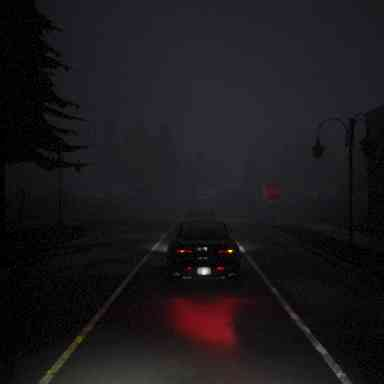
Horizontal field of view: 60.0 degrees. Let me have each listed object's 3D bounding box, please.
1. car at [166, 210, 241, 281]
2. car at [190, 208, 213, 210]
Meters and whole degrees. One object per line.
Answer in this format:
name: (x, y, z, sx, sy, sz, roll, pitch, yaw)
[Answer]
car: (0.315, 1.523, 9.869, 1.837, 1.490, 4.892, 0, 0, 1)
car: (0.583, 1.642, 20.964, 1.895, 1.301, 4.718, 0, 0, 2)
